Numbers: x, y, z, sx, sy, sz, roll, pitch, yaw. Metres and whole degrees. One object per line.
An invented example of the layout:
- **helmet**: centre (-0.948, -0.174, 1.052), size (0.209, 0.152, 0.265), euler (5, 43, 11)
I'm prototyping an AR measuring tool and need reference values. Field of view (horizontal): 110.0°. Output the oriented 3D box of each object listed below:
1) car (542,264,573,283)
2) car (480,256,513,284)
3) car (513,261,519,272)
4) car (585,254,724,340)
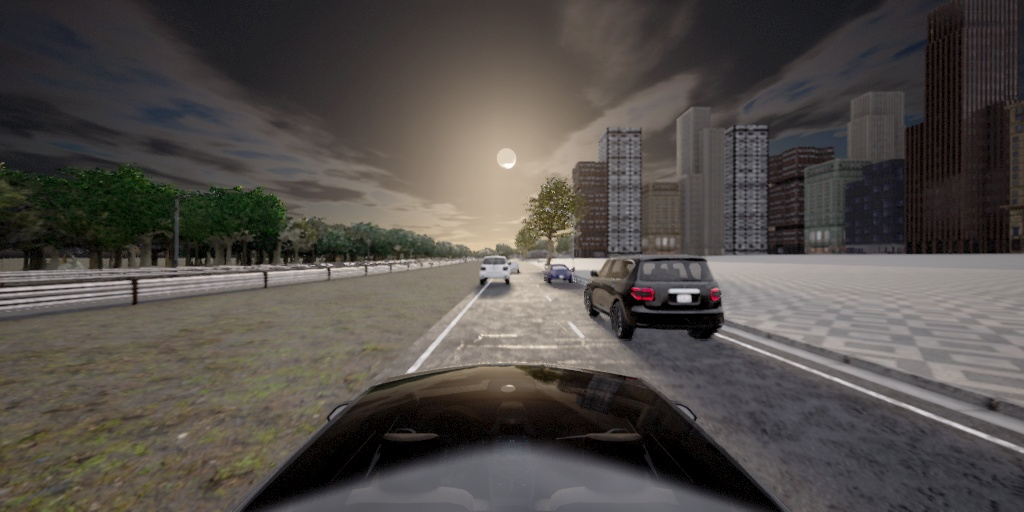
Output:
- **car**: centre (3.593, 1.339, 28.275), size (1.812, 1.442, 4.674), euler (0, 0, 0)
- **car**: centre (-1.233, 1.035, 27.386), size (2.150, 2.045, 5.566), euler (0, 0, 0)
- **car**: centre (0.031, 1.423, 48.937), size (1.812, 1.442, 4.674), euler (0, 0, 1)
- **car**: centre (3.599, 0.987, 10.173), size (2.150, 2.045, 5.566), euler (0, 0, 0)
